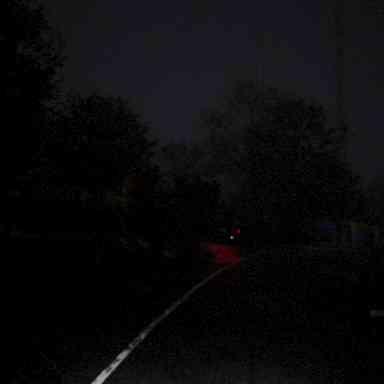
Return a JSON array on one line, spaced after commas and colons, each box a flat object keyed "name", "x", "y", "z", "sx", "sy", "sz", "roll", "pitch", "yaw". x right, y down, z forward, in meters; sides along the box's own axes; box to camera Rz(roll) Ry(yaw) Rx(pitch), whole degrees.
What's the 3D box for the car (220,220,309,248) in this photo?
[{"name": "car", "x": 3.940, "y": 2.196, "z": 17.612, "sx": 4.718, "sy": 1.301, "sz": 1.895, "roll": 7, "pitch": -6, "yaw": -28}]
